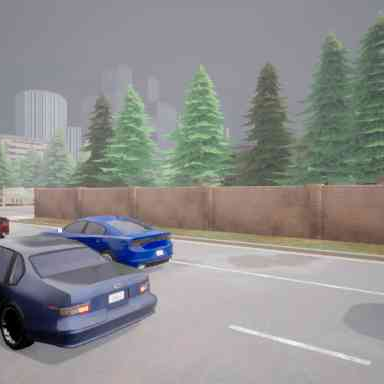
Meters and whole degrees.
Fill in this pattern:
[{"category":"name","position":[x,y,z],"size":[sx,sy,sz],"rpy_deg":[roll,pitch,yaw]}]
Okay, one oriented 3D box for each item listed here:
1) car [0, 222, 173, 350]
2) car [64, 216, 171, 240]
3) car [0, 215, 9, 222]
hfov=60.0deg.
[{"category":"car","position":[-3.126,1.547,6.214],"size":[5.357,1.411,2.033],"rpy_deg":[0,0,35]},{"category":"car","position":[-2.880,1.478,10.345],"size":[5.008,1.535,1.882],"rpy_deg":[0,0,35]},{"category":"car","position":[-10.708,1.478,15.926],"size":[5.008,1.535,1.882],"rpy_deg":[0,0,35]}]
